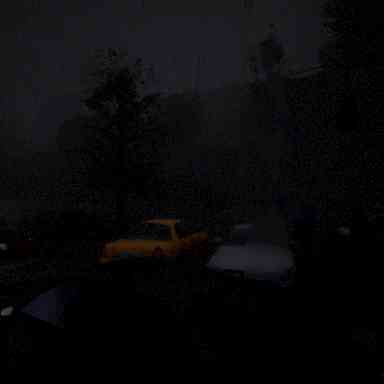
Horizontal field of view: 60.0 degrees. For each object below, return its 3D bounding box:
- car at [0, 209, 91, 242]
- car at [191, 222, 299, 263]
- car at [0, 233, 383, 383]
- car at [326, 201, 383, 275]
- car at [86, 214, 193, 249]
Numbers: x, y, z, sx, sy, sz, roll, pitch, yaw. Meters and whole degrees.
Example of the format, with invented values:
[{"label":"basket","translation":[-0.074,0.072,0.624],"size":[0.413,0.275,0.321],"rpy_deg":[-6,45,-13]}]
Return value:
[{"label":"car","translation":[-5.738,1.466,13.541],"size":[2.163,1.488,4.792],"rpy_deg":[1,0,15]},{"label":"car","translation":[1.605,1.519,8.342],"size":[2.002,1.452,4.674],"rpy_deg":[1,0,15]},{"label":"car","translation":[-0.686,1.541,3.866],"size":[5.357,1.411,2.033],"rpy_deg":[0,0,35]},{"label":"car","translation":[4.049,1.238,6.567],"size":[2.435,2.045,5.566],"rpy_deg":[1,0,16]},{"label":"car","translation":[-0.800,1.467,10.262],"size":[1.946,1.575,5.366],"rpy_deg":[0,-1,16]}]
